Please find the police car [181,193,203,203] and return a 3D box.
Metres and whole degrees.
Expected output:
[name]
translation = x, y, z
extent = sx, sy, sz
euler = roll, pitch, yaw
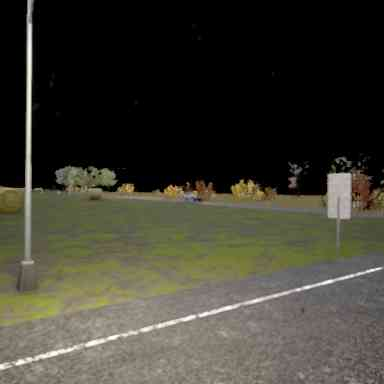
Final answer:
[police car]
translation = 0.025, 0.975, 58.070
extent = 1.930, 1.638, 5.238
euler = 2, 0, -32
